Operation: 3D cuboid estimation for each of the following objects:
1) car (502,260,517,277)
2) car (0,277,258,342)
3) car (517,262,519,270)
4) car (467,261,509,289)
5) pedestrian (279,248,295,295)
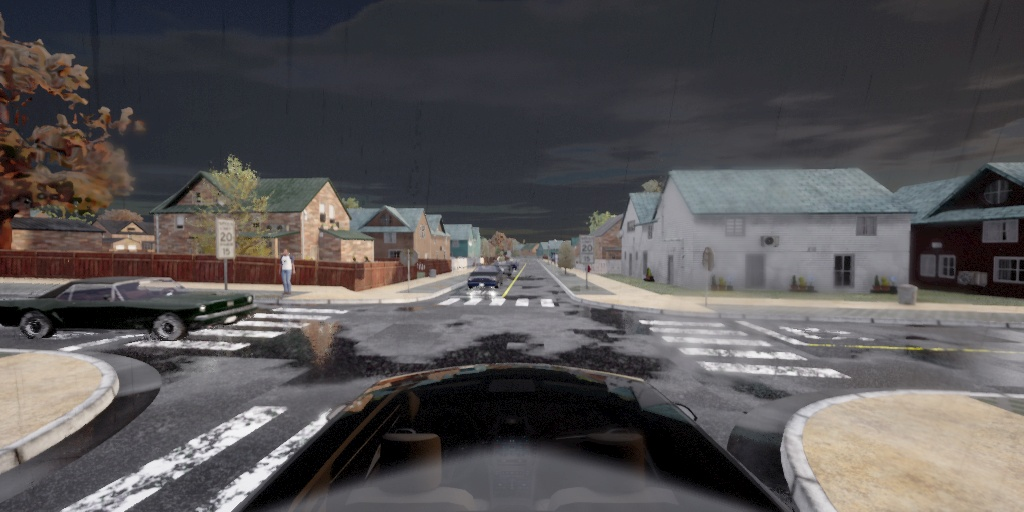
[{"bbox_3d":[-0.969,1.179,33.708,2.128,1.511,4.902,0,0,3],"label":"car"},{"bbox_3d":[-9.043,1.190,8.702,4.718,1.301,1.895,1,1,0],"label":"car"},{"bbox_3d":[-0.105,1.255,48.516,1.895,1.301,4.718,0,0,4],"label":"car"},{"bbox_3d":[-1.575,1.257,23.025,2.033,1.411,5.357,0,0,3],"label":"car"},{"bbox_3d":[-8.917,0.589,14.242,0.375,1.860,0.375,0,0,4],"label":"pedestrian"}]
